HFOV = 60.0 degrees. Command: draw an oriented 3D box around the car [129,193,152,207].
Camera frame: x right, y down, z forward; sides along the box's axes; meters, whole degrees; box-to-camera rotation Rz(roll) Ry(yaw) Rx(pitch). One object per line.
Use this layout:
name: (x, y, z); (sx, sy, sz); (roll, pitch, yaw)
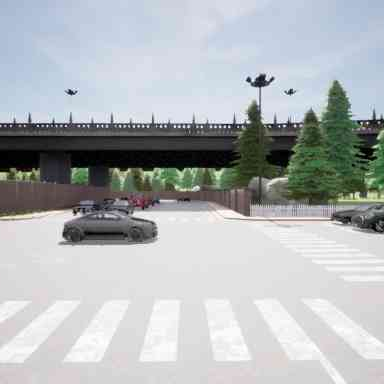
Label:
car: (-7.045, 1.221, 43.767); (2.150, 2.045, 5.566); (0, 0, 0)

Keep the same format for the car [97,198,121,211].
car: (-10.544, 1.526, 42.585); (1.812, 1.442, 4.674); (0, 0, 0)

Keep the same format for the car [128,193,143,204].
car: (-10.690, 1.221, 63.473); (2.150, 2.045, 5.566); (0, 0, -3)

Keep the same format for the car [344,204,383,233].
car: (11.481, 1.297, 18.704); (4.553, 1.767, 2.097); (0, 0, 2)

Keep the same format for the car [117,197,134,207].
car: (-10.540, 1.526, 52.765); (1.812, 1.442, 4.674); (0, 0, 0)

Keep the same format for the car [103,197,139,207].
car: (-7.043, 1.547, 33.593); (2.033, 1.411, 5.357); (0, 0, 0)

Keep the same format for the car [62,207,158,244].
car: (-3.673, 1.539, 15.183); (4.181, 1.385, 1.994); (0, 0, 0)

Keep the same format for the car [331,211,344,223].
car: (12.235, 1.492, 22.219); (5.357, 1.411, 2.033); (0, 0, 2)

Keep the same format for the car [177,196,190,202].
car: (-1.908, 1.553, 75.231); (1.994, 1.385, 4.181); (0, 0, -19)

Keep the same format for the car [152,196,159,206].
car: (-7.046, 1.564, 53.775); (1.994, 1.385, 4.181); (0, 0, 0)

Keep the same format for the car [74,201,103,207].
car: (-10.569, 1.564, 33.870); (1.994, 1.385, 4.181); (0, 0, 0)
